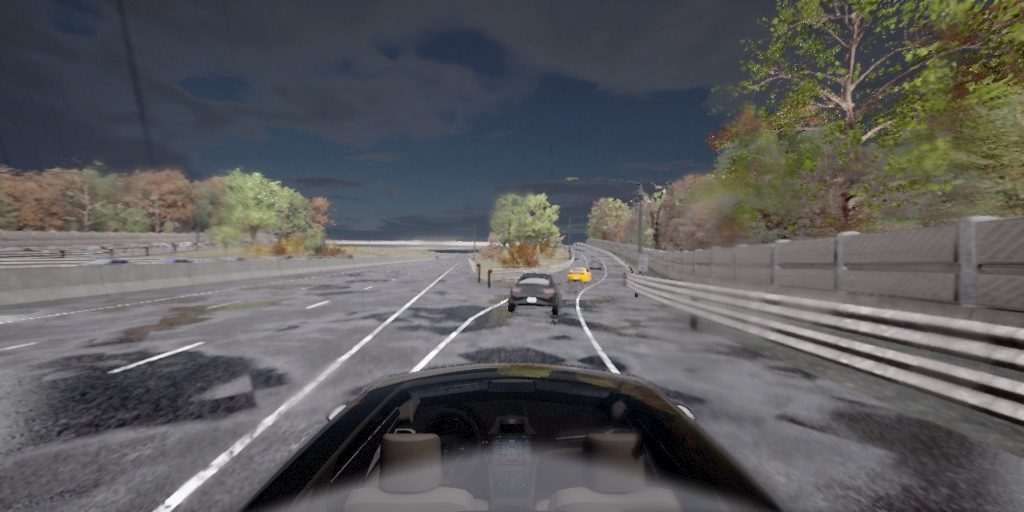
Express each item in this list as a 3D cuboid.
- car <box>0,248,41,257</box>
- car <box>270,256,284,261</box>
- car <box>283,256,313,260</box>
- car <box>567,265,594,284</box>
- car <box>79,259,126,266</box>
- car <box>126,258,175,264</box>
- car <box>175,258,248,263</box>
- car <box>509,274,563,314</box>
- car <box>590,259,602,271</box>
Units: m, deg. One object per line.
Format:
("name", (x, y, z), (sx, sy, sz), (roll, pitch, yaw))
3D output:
("car", (-52.375, -0.082, 37.766), (1.882, 1.535, 5.008), (0, 2, -29))
("car", (-31.450, 0.796, 49.231), (2.097, 1.767, 4.553), (1, 0, -7))
("car", (-27.729, 0.956, 47.526), (1.882, 1.535, 5.008), (1, 0, -7))
("car", (6.849, 1.937, 36.340), (1.882, 1.535, 5.008), (1, -1, 18))
("car", (-32.470, 0.958, 28.710), (1.812, 1.442, 4.674), (1, 0, -7))
("car", (-29.161, 0.940, 30.482), (1.882, 1.535, 5.008), (1, 0, -7))
("car", (-25.708, 1.042, 31.047), (2.033, 1.411, 5.357), (1, 0, -7))
("car", (1.028, 1.436, 14.535), (1.812, 1.442, 4.674), (2, -2, 9))
("car", (14.600, 1.738, 62.599), (1.994, 1.385, 4.181), (1, 2, 13))
